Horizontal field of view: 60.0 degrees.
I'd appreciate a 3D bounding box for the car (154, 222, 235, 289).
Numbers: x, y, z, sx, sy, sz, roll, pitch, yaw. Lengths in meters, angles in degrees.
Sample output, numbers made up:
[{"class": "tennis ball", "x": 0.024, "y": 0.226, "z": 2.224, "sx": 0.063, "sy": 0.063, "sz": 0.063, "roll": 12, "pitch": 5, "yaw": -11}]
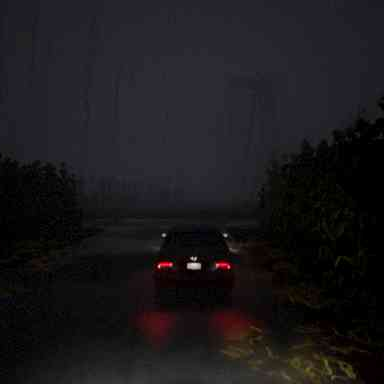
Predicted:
[{"class": "car", "x": 0.071, "y": 1.562, "z": 9.306, "sx": 2.033, "sy": 1.411, "sz": 5.357, "roll": 0, "pitch": 0, "yaw": 1}]
